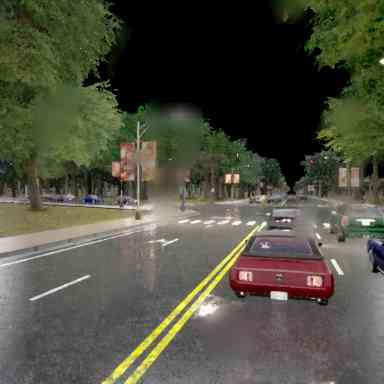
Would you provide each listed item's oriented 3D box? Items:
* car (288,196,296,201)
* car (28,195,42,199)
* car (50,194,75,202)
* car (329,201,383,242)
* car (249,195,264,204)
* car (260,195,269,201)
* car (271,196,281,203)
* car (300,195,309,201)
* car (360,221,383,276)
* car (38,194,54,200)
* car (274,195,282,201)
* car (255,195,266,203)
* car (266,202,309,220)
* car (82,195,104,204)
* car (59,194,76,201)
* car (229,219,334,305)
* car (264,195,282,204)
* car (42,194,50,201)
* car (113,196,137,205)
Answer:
[{"bbox_3d":[24.383,1.605,81.331,1.895,1.301,4.718,0,0,17],"label":"car"},{"bbox_3d":[-39.304,1.295,82.508,4.718,1.301,1.895,0,0,40],"label":"car"},{"bbox_3d":[-25.721,1.303,66.890,4.902,1.511,2.128,0,0,40],"label":"car"},{"bbox_3d":[8.010,1.352,16.197,2.097,1.767,4.553,0,0,17],"label":"car"},{"bbox_3d":[12.151,1.553,63.643,2.033,1.411,5.357,0,0,18],"label":"car"},{"bbox_3d":[18.069,1.534,82.912,1.812,1.442,4.674,0,0,17],"label":"car"},{"bbox_3d":[18.267,1.603,72.422,1.895,1.301,4.718,0,0,17],"label":"car"},{"bbox_3d":[30.400,1.519,89.918,1.837,1.490,4.892,0,0,17],"label":"car"},{"bbox_3d":[5.432,1.601,7.585,1.895,1.301,4.718,0,0,16],"label":"car"},{"bbox_3d":[-37.337,1.223,85.100,4.674,1.442,1.812,0,0,40],"label":"car"},{"bbox_3d":[21.292,1.488,82.341,1.882,1.535,5.008,0,0,17],"label":"car"},{"bbox_3d":[15.073,1.486,73.094,1.882,1.535,5.008,0,0,17],"label":"car"},{"bbox_3d":[4.873,1.505,17.057,1.837,1.490,4.892,0,0,17],"label":"car"},{"bbox_3d":[-17.995,1.302,60.331,5.008,1.535,1.882,0,0,40],"label":"car"},{"bbox_3d":[-29.463,1.259,78.504,4.674,1.442,1.812,0,0,40],"label":"car"},{"bbox_3d":[2.222,1.601,8.185,1.895,1.301,4.718,0,0,17],"label":"car"},{"bbox_3d":[15.228,1.553,62.609,2.033,1.411,5.357,0,0,18],"label":"car"},{"bbox_3d":[-31.320,1.262,75.820,4.902,1.511,2.128,0,0,40],"label":"car"},{"bbox_3d":[-10.803,1.362,54.270,4.902,1.511,2.128,0,0,40],"label":"car"}]
